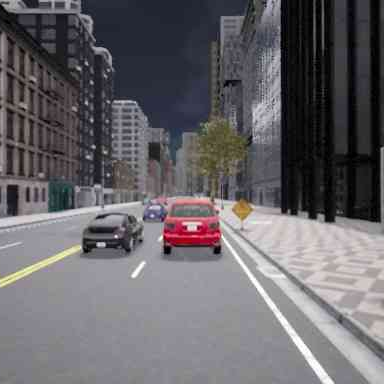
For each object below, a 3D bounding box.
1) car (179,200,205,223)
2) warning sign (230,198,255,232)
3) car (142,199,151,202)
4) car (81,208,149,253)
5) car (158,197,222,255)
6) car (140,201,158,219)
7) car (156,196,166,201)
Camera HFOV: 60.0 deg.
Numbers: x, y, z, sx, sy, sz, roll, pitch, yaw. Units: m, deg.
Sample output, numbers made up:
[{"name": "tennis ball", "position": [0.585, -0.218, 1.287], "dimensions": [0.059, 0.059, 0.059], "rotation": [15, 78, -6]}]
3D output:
[{"name": "car", "position": [0.022, 1.617, 29.071], "dimensions": [2.097, 1.767, 4.553], "rotation": [0, -1, 0]}, {"name": "warning sign", "position": [2.862, 1.289, 18.948], "dimensions": [1.300, 1.860, 1.060], "rotation": [0, -1, 0]}, {"name": "car", "position": [-9.701, 2.200, 70.992], "dimensions": [1.812, 1.442, 4.674], "rotation": [0, -1, 0]}, {"name": "car", "position": [-3.236, 1.639, 14.302], "dimensions": [1.837, 1.490, 4.892], "rotation": [0, 0, 0]}, {"name": "car", "position": [0.010, 1.346, 14.030], "dimensions": [2.150, 2.045, 5.566], "rotation": [0, 0, 0]}, {"name": "car", "position": [-3.225, 1.796, 29.392], "dimensions": [1.812, 1.442, 4.674], "rotation": [0, 0, 0]}, {"name": "car", "position": [-6.452, 1.901, 70.962], "dimensions": [2.150, 2.045, 5.566], "rotation": [0, -1, 0]}]
